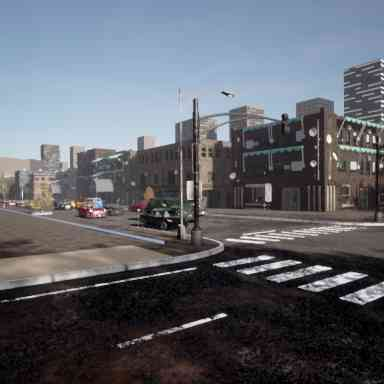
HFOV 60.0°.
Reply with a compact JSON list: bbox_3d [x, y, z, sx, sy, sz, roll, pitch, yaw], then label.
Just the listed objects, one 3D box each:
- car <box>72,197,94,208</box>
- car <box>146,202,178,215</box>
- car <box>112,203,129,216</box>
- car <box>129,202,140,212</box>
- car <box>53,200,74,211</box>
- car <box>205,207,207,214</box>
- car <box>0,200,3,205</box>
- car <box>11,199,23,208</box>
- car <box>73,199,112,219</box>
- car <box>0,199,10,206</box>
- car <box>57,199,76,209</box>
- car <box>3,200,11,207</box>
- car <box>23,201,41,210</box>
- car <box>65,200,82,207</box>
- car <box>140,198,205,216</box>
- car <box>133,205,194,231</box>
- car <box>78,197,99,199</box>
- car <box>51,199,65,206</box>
[{"bbox_3d":[-20.136,1.939,61.328,2.192,1.841,5.009,-1,0,-37],"label":"car"},{"bbox_3d":[-3.546,1.904,39.173,1.802,1.307,4.206,-2,0,-37],"label":"car"},{"bbox_3d":[-9.065,1.960,36.909,1.994,1.385,4.181,-1,0,-37],"label":"car"},{"bbox_3d":[-6.862,1.966,43.604,1.802,1.307,4.206,-2,0,-37],"label":"car"},{"bbox_3d":[-19.945,2.092,51.596,2.128,1.511,4.902,-1,0,-37],"label":"car"},{"bbox_3d":[-0.230,1.809,34.742,2.008,1.369,4.403,-2,0,-37],"label":"car"},{"bbox_3d":[-43.423,2.546,78.462,2.008,1.369,4.403,-1,0,-37],"label":"car"},{"bbox_3d":[-33.473,2.375,65.169,2.008,1.369,4.403,-1,0,-37],"label":"car"},{"bbox_3d":[-10.257,1.846,34.149,1.967,1.590,4.097,-2,0,-37],"label":"car"},{"bbox_3d":[-46.740,2.597,82.893,1.887,1.381,4.507,-1,0,-37],"label":"car"},{"bbox_3d":[-22.969,2.141,60.813,1.882,1.535,5.008,-1,0,-37],"label":"car"},{"bbox_3d":[-40.109,2.379,74.030,1.967,1.590,4.097,-1,0,-37],"label":"car"},{"bbox_3d":[-26.737,2.232,56.169,1.752,1.417,4.829,-1,0,-37],"label":"car"},{"bbox_3d":[-23.448,2.227,65.760,1.887,1.381,4.507,-1,0,-37],"label":"car"},{"bbox_3d":[-1.754,1.481,27.128,2.150,2.045,5.566,-1,-1,-37],"label":"car"},{"bbox_3d":[-2.036,1.814,22.968,1.947,1.339,4.313,-2,0,-37],"label":"car"},{"bbox_3d":[-16.953,1.909,52.775,2.097,1.767,4.553,-1,0,-37],"label":"car"},{"bbox_3d":[-30.081,2.363,74.623,1.947,1.339,4.313,-1,0,-37],"label":"car"}]
